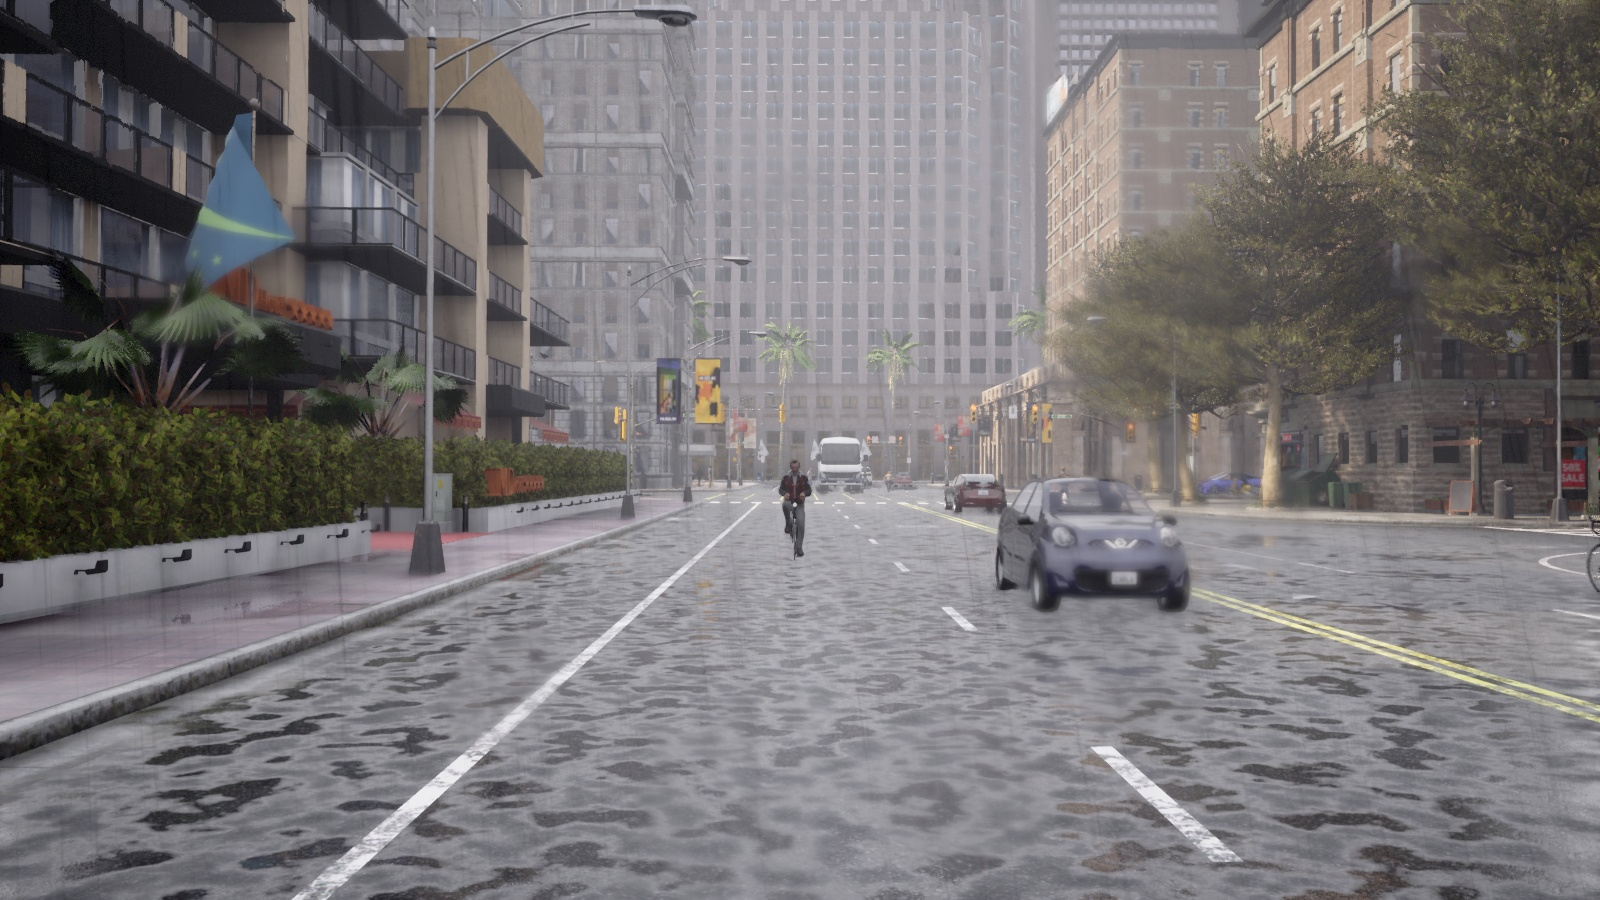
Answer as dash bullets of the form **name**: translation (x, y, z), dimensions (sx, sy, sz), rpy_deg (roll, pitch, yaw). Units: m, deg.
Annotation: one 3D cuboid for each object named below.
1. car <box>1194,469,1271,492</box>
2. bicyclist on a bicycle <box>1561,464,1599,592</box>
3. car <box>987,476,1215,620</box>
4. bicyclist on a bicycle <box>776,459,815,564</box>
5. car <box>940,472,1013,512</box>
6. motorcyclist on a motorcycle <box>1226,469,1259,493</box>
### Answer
- **car**: translation (29.324, 2.072, 85.222), dimensions (4.514, 1.525, 2.007), rpy_deg (0, -1, 1)
- **bicyclist on a bicycle**: translation (10.442, 0.992, 15.895), dimensions (0.582, 1.620, 1.656), rpy_deg (0, -1, 0)
- **car**: translation (3.443, 1.067, 15.057), dimensions (1.845, 1.501, 3.633), rpy_deg (0, -1, 0)
- **bicyclist on a bicycle**: translation (-0.084, 1.057, 22.189), dimensions (0.659, 1.776, 1.843), rpy_deg (0, -1, 0)
- **car**: translation (6.819, 1.608, 48.996), dimensions (2.163, 1.488, 4.792), rpy_deg (0, -1, 0)
- **motorcyclist on a motorcycle**: translation (28.779, 2.021, 81.705), dimensions (1.817, 1.590, 0.866), rpy_deg (0, -1, 1)
